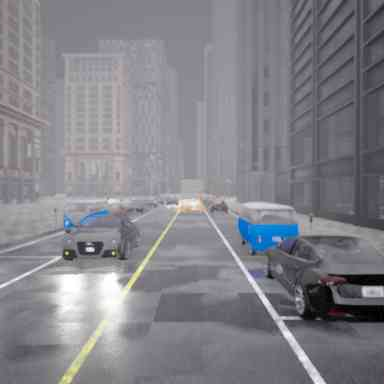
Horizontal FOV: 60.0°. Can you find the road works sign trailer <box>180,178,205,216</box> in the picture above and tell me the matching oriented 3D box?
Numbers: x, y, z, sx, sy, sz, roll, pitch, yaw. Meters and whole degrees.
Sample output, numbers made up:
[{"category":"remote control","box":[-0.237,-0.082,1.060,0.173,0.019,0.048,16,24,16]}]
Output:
[{"category":"road works sign trailer","box":[0.018,0.411,32.089,2.380,3.560,2.880,0,0,0]}]

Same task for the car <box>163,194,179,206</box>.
[{"category":"car","box":[-3.039,1.455,52.926,2.033,1.411,5.357,0,0,0]}]

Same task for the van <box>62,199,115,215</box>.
[{"category":"van","box":[-5.756,1.311,18.433,1.690,1.788,3.998,0,0,0]}]

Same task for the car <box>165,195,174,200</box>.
[{"category":"car","box":[-5.715,1.376,86.125,2.008,1.369,4.403,0,0,0]}]

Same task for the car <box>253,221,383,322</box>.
[{"category":"car","box":[2.763,1.554,7.150,1.947,1.339,4.313,0,0,0]}]

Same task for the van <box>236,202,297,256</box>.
[{"category":"van","box":[2.766,1.320,12.791,1.690,1.788,3.998,0,0,0]}]

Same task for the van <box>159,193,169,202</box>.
[{"category":"van","box":[-5.725,1.211,69.201,1.690,1.788,3.998,0,0,0]}]

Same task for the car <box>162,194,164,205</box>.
[{"category":"car","box":[-5.731,1.463,57.920,1.947,1.339,4.313,0,0,0]}]

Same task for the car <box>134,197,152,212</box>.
[{"category":"car","box":[-5.745,1.508,35.356,1.947,1.339,4.313,0,0,0]}]

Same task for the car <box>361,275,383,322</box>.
[{"category":"car","box":[2.760,1.579,1.510,1.802,1.307,4.206,0,0,0]}]

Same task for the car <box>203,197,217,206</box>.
[{"category":"car","box":[2.790,1.475,52.275,1.947,1.339,4.313,0,0,0]}]

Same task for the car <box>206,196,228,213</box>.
[{"category":"car","box":[2.780,1.486,35.354,1.887,1.381,4.507,0,0,0]}]

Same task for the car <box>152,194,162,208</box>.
[{"category":"car","box":[-5.739,1.361,46.637,1.967,1.590,4.097,0,0,0]}]

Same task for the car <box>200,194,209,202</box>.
[{"category":"car","box":[2.804,1.295,74.839,1.967,1.590,4.097,0,0,0]}]

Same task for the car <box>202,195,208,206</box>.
[{"category":"car","box":[2.787,1.471,46.635,2.008,1.369,4.403,0,0,0]}]

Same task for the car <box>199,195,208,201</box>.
[{"category":"car","box":[2.807,1.391,80.480,2.008,1.369,4.403,0,0,0]}]

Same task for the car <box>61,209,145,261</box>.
[{"category":"car","box":[-3.093,1.544,12.078,1.994,1.385,4.181,0,0,0]}]

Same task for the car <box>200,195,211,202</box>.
[{"category":"car","box":[2.801,1.420,69.197,2.008,1.369,4.403,0,0,0]}]

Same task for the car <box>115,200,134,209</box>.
[{"category":"car","box":[-5.752,1.505,24.074,1.887,1.381,4.507,0,0,0]}]
